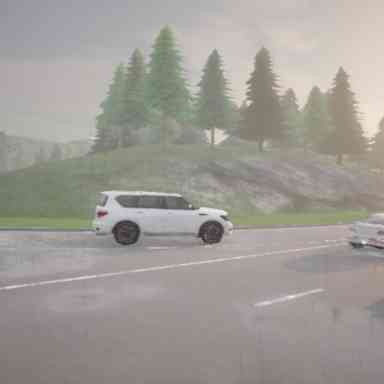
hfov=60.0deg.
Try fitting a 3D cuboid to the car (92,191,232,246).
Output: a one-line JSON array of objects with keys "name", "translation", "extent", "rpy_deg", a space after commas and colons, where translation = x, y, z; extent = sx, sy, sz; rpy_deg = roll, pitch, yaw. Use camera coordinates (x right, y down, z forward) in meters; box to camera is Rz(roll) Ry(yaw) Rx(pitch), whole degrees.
[{"name": "car", "translation": [-1.159, 1.002, 13.599], "extent": [5.566, 2.045, 2.150], "rpy_deg": [1, 1, -14]}]

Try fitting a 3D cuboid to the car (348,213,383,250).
[{"name": "car", "translation": [7.915, 1.540, 12.880], "extent": [4.674, 1.442, 1.812], "rpy_deg": [1, 1, -34]}]
